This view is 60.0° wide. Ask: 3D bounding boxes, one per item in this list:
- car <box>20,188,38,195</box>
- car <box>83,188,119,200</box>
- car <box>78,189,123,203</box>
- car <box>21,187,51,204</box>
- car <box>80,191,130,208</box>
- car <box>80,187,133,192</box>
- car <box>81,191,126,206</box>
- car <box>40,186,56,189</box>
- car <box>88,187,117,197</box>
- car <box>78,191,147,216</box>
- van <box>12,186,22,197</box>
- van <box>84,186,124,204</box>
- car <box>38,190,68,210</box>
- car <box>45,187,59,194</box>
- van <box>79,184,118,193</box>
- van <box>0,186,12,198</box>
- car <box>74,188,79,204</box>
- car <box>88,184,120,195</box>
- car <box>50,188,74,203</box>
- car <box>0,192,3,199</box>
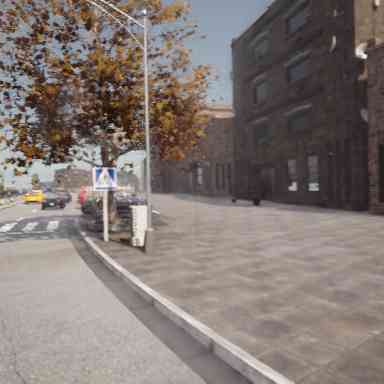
[{"bbox_3d":[-34.775,-0.102,71.066,2.002,1.452,4.674,-1,1,-9],"label":"car"},{"bbox_3d":[-12.813,0.317,47.123,4.792,1.488,2.163,-1,2,-15],"label":"car"},{"bbox_3d":[-11.477,0.448,41.826,5.366,1.575,1.946,-1,2,-16],"label":"car"},{"bbox_3d":[-19.092,0.585,40.847,1.882,1.535,5.008,-1,2,-15],"label":"car"},{"bbox_3d":[-8.938,0.696,34.173,4.792,1.488,2.163,-1,2,-18],"label":"car"},{"bbox_3d":[-6.250,0.736,26.393,4.553,1.767,2.185,-1,2,-19],"label":"car"},{"bbox_3d":[-9.713,0.638,36.671,4.674,1.452,2.002,-1,2,-17],"label":"car"},{"bbox_3d":[-36.303,-0.575,82.000,2.435,2.045,5.566,-1,1,-6],"label":"car"},{"bbox_3d":[-15.491,-0.038,57.837,4.792,1.488,2.163,-1,2,-12],"label":"car"},{"bbox_3d":[-5.401,0.926,23.776,4.892,1.521,2.231,-1,2,-19],"label":"car"},{"bbox_3d":[-32.832,-0.102,60.018,1.878,1.987,4.442,-1,2,-10],"label":"van"},{"bbox_3d":[-10.406,0.296,39.288,4.442,1.987,1.878,-1,2,-17],"label":"van"},{"bbox_3d":[-13.076,0.849,31.539,1.812,1.442,4.674,-1,2,-18],"label":"car"},{"bbox_3d":[-36.880,-0.511,87.581,2.185,1.767,4.553,-1,1,-5],"label":"car"},{"bbox_3d":[-7.275,0.575,28.953,4.442,1.987,1.878,-1,2,-19],"label":"van"},{"bbox_3d":[-31.692,0.059,54.600,1.878,1.987,4.442,-1,2,-12],"label":"van"},{"bbox_3d":[-8.024,0.482,31.597,5.566,2.045,2.435,-1,2,-18],"label":"car"},{"bbox_3d":[-16.643,-0.485,63.170,5.566,2.045,2.435,-1,2,-11],"label":"car"},{"bbox_3d":[-16.182,0.592,41.554,2.033,1.411,5.357,-1,2,-15],"label":"car"},{"bbox_3d":[-30.468,0.485,49.289,2.163,1.488,4.792,-1,2,-13],"label":"car"}]
